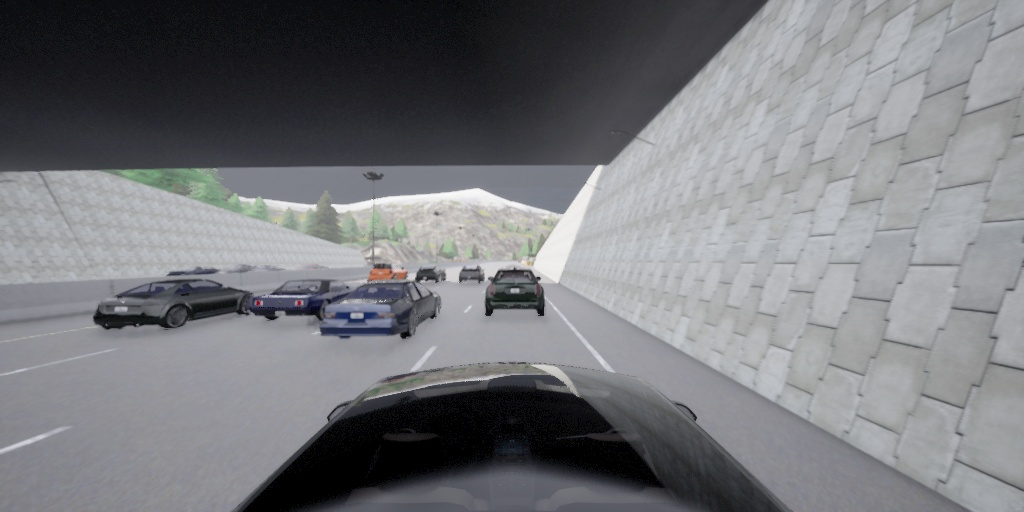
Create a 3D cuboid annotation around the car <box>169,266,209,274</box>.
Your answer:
[{"bbox_3d":[-31.566,1.668,35.994,1.895,1.301,4.718,0,-1,0],"label":"car"}]

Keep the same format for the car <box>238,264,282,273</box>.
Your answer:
[{"bbox_3d":[-24.566,1.631,35.877,1.994,1.385,4.181,0,-1,0],"label":"car"}]

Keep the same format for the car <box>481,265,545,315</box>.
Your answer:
[{"bbox_3d":[0.104,1.218,14.243,2.097,1.767,4.553,0,-1,0],"label":"car"}]

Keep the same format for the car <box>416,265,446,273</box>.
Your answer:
[{"bbox_3d":[-6.879,1.525,30.776,1.837,1.490,4.892,0,-1,0],"label":"car"}]

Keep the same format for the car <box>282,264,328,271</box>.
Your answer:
[{"bbox_3d":[-21.065,1.557,37.249,1.882,1.535,5.008,0,-1,0],"label":"car"}]

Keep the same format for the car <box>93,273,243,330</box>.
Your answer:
[{"bbox_3d":[-10.397,1.405,11.545,1.994,1.385,4.181,0,-1,0],"label":"car"}]

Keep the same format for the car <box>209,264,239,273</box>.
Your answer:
[{"bbox_3d":[-28.063,1.572,37.231,2.128,1.511,4.902,0,-1,0],"label":"car"}]

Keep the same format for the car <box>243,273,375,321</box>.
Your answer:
[{"bbox_3d":[-6.896,1.455,12.911,1.895,1.301,4.718,0,-1,0],"label":"car"}]

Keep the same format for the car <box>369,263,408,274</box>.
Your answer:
[{"bbox_3d":[-10.379,1.369,30.444,2.097,1.767,4.553,0,-1,0],"label":"car"}]

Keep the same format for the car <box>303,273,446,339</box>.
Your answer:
[{"bbox_3d":[-3.399,1.378,10.369,2.033,1.411,5.357,0,-1,0],"label":"car"}]

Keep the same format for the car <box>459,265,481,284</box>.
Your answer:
[{"bbox_3d":[-3.379,1.511,30.710,2.128,1.511,4.902,0,-1,0],"label":"car"}]
